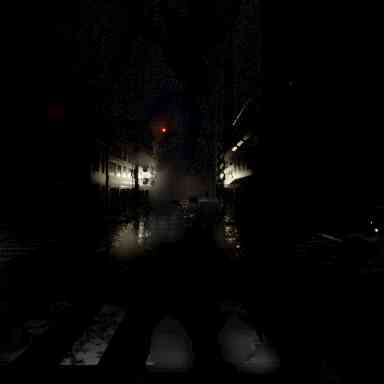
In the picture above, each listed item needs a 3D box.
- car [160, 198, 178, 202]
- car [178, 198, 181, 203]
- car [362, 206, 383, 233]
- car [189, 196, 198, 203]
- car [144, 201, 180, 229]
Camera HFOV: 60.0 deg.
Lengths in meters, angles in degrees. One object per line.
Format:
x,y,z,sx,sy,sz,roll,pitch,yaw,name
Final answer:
-2.975,1.574,36.760,1.994,1.385,4.181,0,0,0,car
-2.880,1.636,54.212,1.895,1.301,4.718,0,0,1,car
11.369,1.383,15.707,5.357,1.411,2.033,-1,0,0,car
0.297,1.546,71.084,1.882,1.535,5.008,0,0,0,car
-2.228,1.546,22.279,2.033,1.411,5.357,0,0,-12,car
